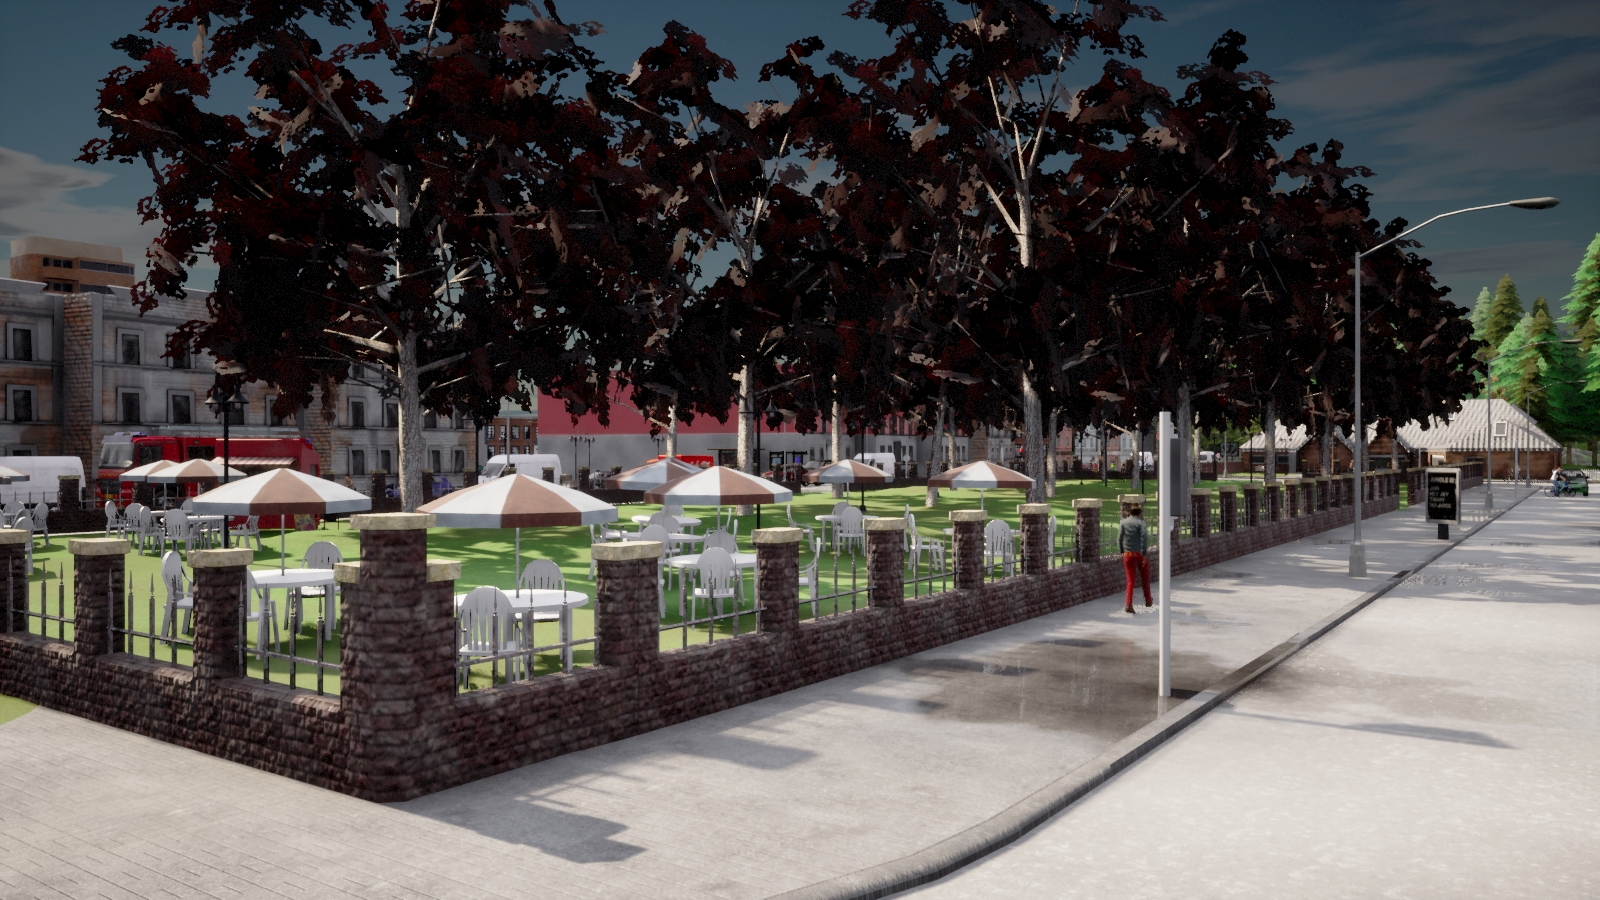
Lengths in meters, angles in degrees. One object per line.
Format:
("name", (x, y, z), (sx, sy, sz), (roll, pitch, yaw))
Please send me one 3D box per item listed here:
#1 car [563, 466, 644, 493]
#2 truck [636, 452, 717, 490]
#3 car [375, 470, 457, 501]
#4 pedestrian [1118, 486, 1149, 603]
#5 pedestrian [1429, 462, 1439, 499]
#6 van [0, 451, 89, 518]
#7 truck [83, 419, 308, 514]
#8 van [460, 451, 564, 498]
("car", (-12.166, 1.814, 71.050), (2.097, 1.535, 5.006), (0, 0, 35))
("truck", (-8.233, 1.348, 76.671), (2.627, 2.467, 5.204), (0, 0, 35))
("car", (-20.045, 1.818, 59.739), (1.845, 1.501, 3.633), (0, 0, 35))
("pedestrian", (5.409, 1.525, 18.553), (0.375, 1.860, 0.375), (0, 0, 37))
("pedestrian", (31.669, 1.525, 57.077), (0.375, 1.860, 0.375), (0, 0, 35))
("van", (-31.026, 1.314, 43.999), (1.988, 2.561, 5.915), (0, 0, 35))
("truck", (-26.598, 0.670, 50.778), (2.891, 3.827, 8.468), (0, 0, 35))
("van", (-16.329, 1.314, 65.083), (1.988, 2.561, 5.915), (0, 0, 35))
